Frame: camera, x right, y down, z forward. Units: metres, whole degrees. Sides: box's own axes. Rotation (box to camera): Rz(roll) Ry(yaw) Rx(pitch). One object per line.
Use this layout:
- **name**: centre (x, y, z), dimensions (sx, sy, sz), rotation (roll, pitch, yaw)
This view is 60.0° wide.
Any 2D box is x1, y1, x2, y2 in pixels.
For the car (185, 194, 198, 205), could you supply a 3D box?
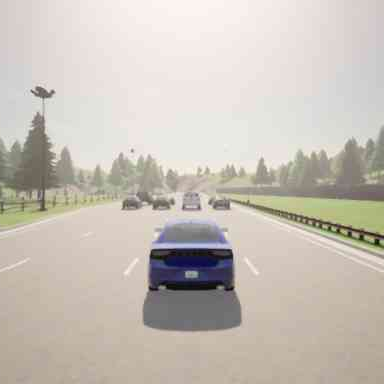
- **car**: centre (-0.080, 1.121, 49.900), dimensions (1.882, 1.535, 5.008), rotation (0, 0, 0)

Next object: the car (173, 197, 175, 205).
- **car**: centre (-3.580, 1.207, 49.895), dimensions (1.994, 1.385, 4.181), rotation (0, 0, 0)

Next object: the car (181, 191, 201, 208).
- **car**: centre (-0.063, 0.939, 39.509), dimensions (2.150, 2.045, 5.566), rotation (0, 0, 0)

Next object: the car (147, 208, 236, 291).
- **car**: centre (-0.014, 1.413, 8.873), dimensions (1.882, 1.535, 5.008), rotation (0, 0, 0)

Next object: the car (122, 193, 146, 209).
- **car**: centre (-7.063, 1.223, 39.469), dimensions (1.837, 1.490, 4.892), rotation (0, 0, 0)

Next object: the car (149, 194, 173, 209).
- **car**: centre (-3.563, 1.222, 39.475), dimensions (1.837, 1.490, 4.892), rotation (0, 0, 0)

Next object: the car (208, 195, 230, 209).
- **car**: centre (3.437, 1.209, 39.486), dimensions (2.128, 1.511, 4.902), rotation (0, 0, 0)

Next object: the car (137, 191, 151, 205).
- **car**: centre (-7.080, 0.865, 49.917), dimensions (2.150, 2.045, 5.566), rotation (0, 0, 0)
